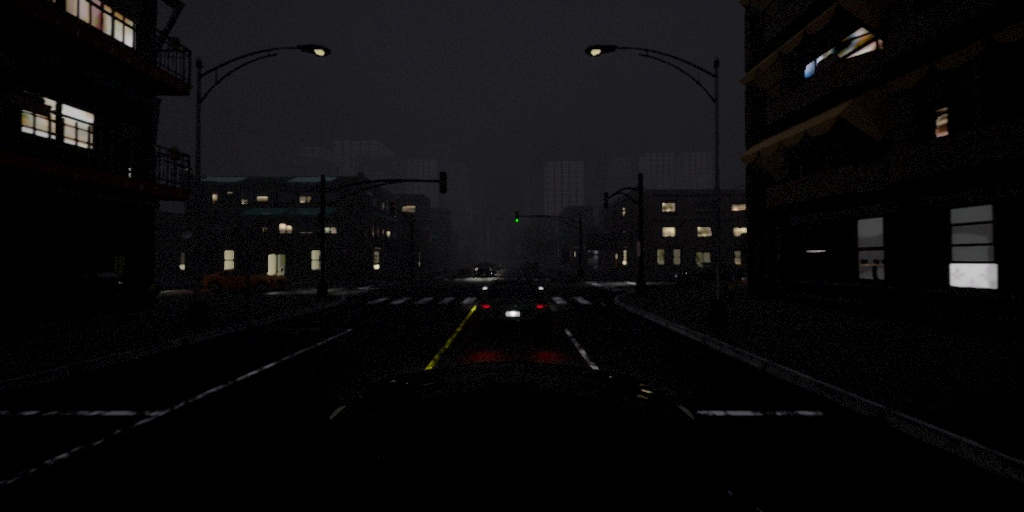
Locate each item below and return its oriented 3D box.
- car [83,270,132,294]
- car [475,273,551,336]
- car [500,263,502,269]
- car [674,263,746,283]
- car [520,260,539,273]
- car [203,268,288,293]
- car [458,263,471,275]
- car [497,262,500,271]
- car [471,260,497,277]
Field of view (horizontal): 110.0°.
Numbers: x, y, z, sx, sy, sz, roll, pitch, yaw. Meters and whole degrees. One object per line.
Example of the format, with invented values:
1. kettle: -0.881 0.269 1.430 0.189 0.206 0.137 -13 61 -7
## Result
1. car: -27.705 1.758 24.101 4.674 1.442 1.812 -1 -1 0
2. car: 0.031 1.385 10.683 1.994 1.385 4.181 0 0 0
3. car: -3.072 1.779 59.396 2.033 1.411 5.357 0 -1 0
4. car: 14.942 1.259 27.322 4.902 1.511 2.128 -1 -1 0
5. car: 2.699 1.472 51.098 2.192 1.841 5.009 0 0 0
6. car: -17.793 1.592 24.105 5.008 1.535 1.882 -1 -1 0
7. car: -5.770 1.654 45.579 1.888 1.381 4.507 0 0 0
8. car: -3.087 1.689 49.323 2.033 1.411 5.357 0 -1 0
9. car: -3.029 1.410 39.773 2.097 1.767 4.553 0 0 -2
